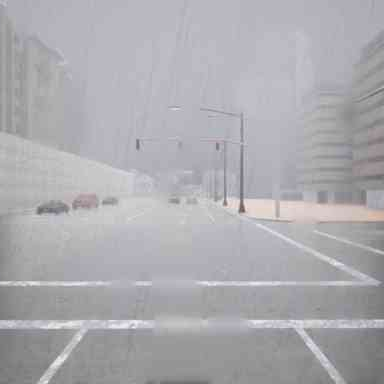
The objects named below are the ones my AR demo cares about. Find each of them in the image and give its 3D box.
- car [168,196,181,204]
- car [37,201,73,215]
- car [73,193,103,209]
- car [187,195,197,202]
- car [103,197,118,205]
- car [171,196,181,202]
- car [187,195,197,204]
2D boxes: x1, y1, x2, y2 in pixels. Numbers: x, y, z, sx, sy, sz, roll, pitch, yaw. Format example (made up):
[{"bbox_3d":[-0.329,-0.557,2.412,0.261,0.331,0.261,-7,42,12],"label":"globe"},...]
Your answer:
[{"bbox_3d":[-3.448,1.525,63.592,1.812,1.442,4.674,0,0,0],"label":"car"},{"bbox_3d":[-14.114,1.564,33.961,1.994,1.385,4.181,0,0,0],"label":"car"},{"bbox_3d":[-14.113,1.221,44.495,2.150,2.045,5.566,0,0,0],"label":"car"},{"bbox_3d":[-0.043,1.427,73.631,2.033,1.411,5.357,0,0,0],"label":"car"},{"bbox_3d":[-14.092,1.547,57.400,2.033,1.411,5.357,0,0,0],"label":"car"},{"bbox_3d":[-3.543,1.595,74.448,1.895,1.301,4.718,0,0,0],"label":"car"},{"bbox_3d":[-0.037,1.477,63.212,1.882,1.535,5.008,0,0,0],"label":"car"}]
